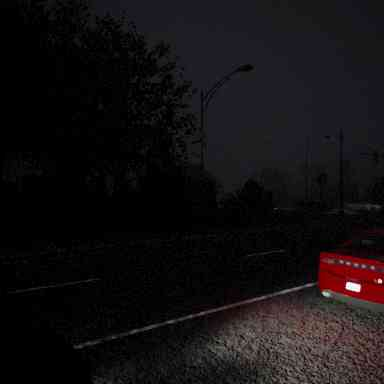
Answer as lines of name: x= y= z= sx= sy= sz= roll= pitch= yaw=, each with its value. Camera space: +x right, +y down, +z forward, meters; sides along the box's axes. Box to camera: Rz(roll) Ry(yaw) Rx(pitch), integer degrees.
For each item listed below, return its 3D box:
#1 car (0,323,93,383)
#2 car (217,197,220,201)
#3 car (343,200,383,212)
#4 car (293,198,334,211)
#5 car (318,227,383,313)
car: x=-2.969 y=1.492 z=1.636 sx=4.902 sy=1.511 sz=2.128 roll=0 pitch=0 yaw=-35
car: x=3.925 y=1.455 z=56.649 sx=1.812 sy=1.442 sz=4.674 roll=0 pitch=1 yaw=-32
car: x=19.935 y=1.601 z=38.113 sx=1.895 sy=1.301 sz=4.718 roll=0 pitch=0 yaw=-32
car: x=14.476 y=1.478 z=39.839 sx=1.882 sy=1.535 sz=5.008 roll=0 pitch=0 yaw=-33
car: x=4.783 y=1.478 z=7.136 sx=5.008 sy=1.535 sz=1.882 roll=0 pitch=0 yaw=-35
